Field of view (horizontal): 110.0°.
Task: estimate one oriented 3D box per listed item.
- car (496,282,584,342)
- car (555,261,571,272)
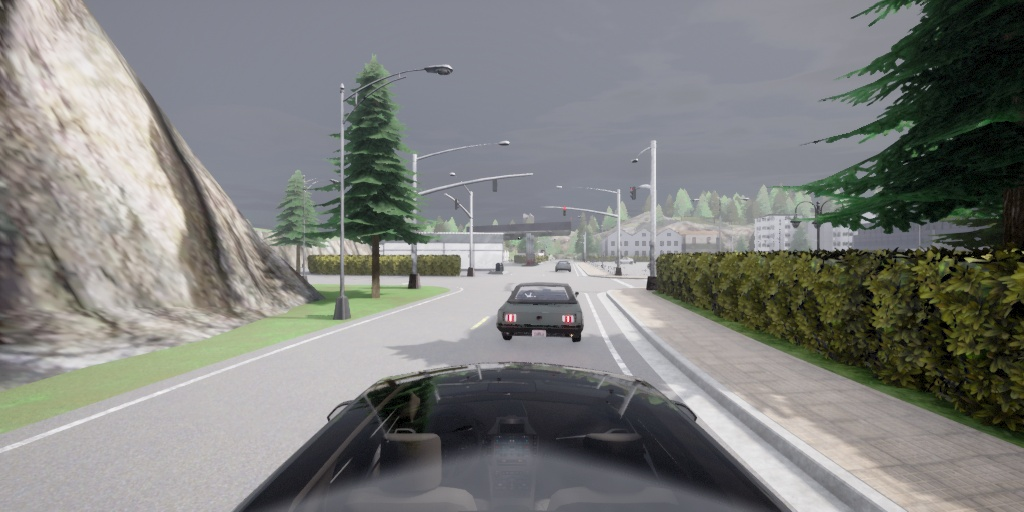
[{"bbox_3d":[0.882,1.351,9.781,1.895,1.301,4.718,0,0,8],"label":"car"},{"bbox_3d":[6.534,1.314,45.701,1.994,1.385,4.181,0,0,9],"label":"car"}]
